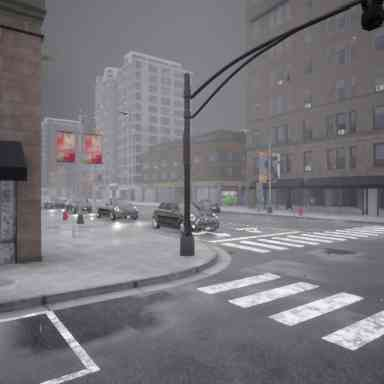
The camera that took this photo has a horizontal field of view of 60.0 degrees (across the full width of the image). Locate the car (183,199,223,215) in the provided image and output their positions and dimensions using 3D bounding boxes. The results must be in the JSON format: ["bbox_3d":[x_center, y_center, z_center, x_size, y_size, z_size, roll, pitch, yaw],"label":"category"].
[{"bbox_3d":[1.036,1.514,34.208,1.994,1.385,4.181,0,0,-36],"label":"car"}]

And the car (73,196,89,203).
[{"bbox_3d":[-22.173,1.452,66.292,1.994,1.385,4.181,0,0,-36],"label":"car"}]

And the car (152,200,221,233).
[{"bbox_3d":[-0.471,1.332,19.316,2.097,1.767,4.553,0,0,-36],"label":"car"}]

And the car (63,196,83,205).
[{"bbox_3d":[-21.379,1.450,59.665,2.033,1.411,5.357,0,0,-36],"label":"car"}]

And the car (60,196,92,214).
[{"bbox_3d":[-12.216,1.455,35.567,1.837,1.490,4.892,0,0,-36],"label":"car"}]

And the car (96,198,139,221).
[{"bbox_3d":[-6.156,1.317,27.175,2.097,1.767,4.553,0,0,-36],"label":"car"}]

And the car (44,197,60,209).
[{"bbox_3d":[-18.277,1.439,44.015,1.837,1.490,4.892,0,0,-35],"label":"car"}]
